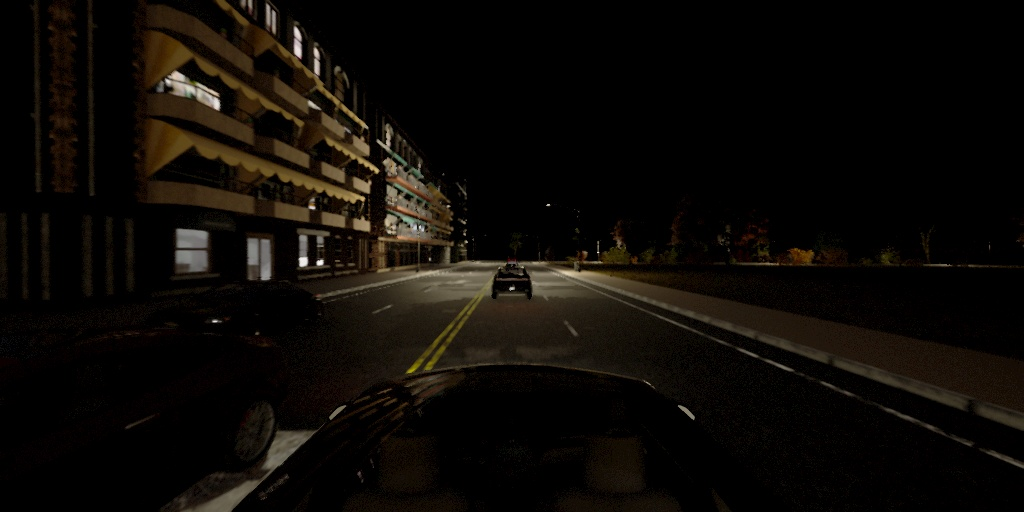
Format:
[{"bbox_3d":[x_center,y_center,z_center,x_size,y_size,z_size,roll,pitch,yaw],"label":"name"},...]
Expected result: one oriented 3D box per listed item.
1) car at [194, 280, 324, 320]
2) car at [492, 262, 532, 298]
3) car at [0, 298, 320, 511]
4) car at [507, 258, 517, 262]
[{"bbox_3d":[-6.563,1.318,8.910,1.994,1.385,4.181,0,0,0],"label":"car"},{"bbox_3d":[-0.005,1.251,18.410,2.128,1.511,4.902,0,0,0],"label":"car"},{"bbox_3d":[-3.339,1.276,2.134,1.812,1.442,4.674,0,0,0],"label":"car"},{"bbox_3d":[0.038,1.317,46.262,2.033,1.411,5.357,0,0,1],"label":"car"}]
